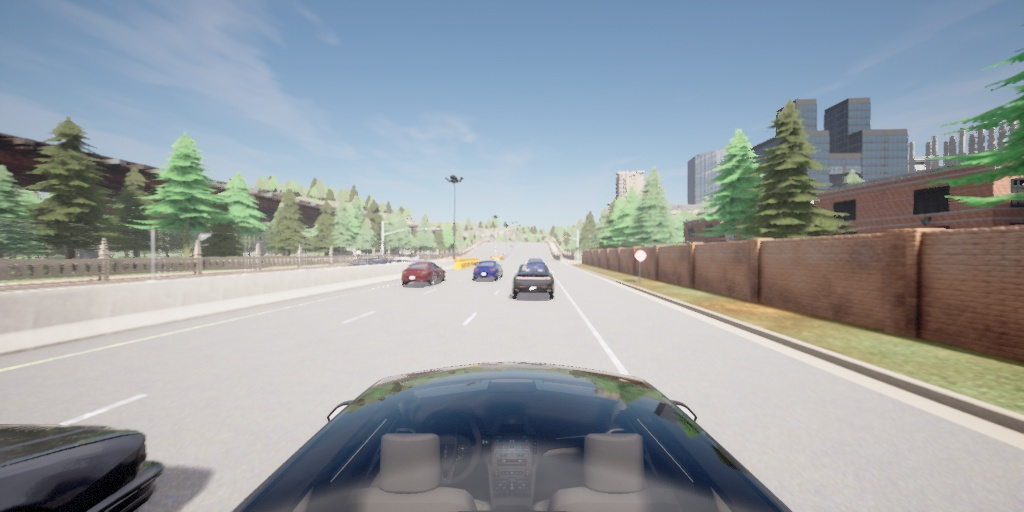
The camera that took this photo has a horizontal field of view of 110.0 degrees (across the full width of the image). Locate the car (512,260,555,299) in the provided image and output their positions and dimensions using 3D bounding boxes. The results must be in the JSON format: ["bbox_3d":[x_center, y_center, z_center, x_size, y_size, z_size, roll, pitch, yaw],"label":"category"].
[{"bbox_3d":[1.036,1.117,17.316,2.128,1.511,4.902,0,1,4],"label":"car"}]

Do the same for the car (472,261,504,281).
[{"bbox_3d":[-1.787,1.060,27.205,1.812,1.442,4.674,0,0,4],"label":"car"}]

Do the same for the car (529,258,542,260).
[{"bbox_3d":[2.447,0.941,37.506,1.882,1.535,5.008,0,0,4],"label":"car"}]

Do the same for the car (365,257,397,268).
[{"bbox_3d":[-17.880,0.846,49.245,2.033,1.411,5.357,0,0,4],"label":"car"}]

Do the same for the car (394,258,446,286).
[{"bbox_3d":[-5.590,1.082,23.011,1.812,1.442,4.674,0,0,4],"label":"car"}]

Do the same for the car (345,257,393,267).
[{"bbox_3d":[-12.270,0.966,30.120,2.128,1.511,4.902,0,0,4],"label":"car"}]

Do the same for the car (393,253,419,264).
[{"bbox_3d":[-14.388,0.573,48.991,2.150,2.045,5.566,0,0,4],"label":"car"}]
